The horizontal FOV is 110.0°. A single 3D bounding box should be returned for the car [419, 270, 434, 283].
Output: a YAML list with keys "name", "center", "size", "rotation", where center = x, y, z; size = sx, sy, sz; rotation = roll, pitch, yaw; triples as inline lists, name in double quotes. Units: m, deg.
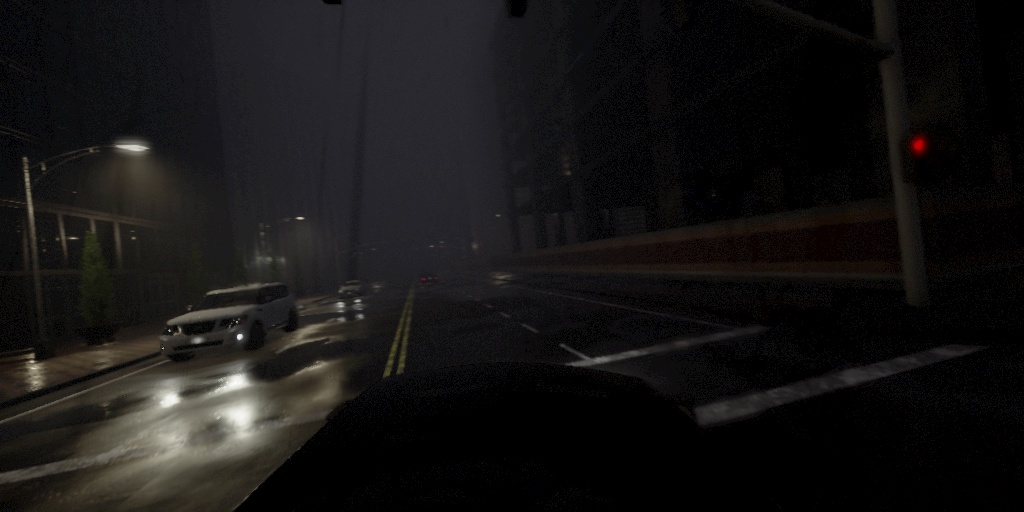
- name: "car"
  center: [-12.258, 2.837, 51.427]
  size: [1.837, 1.490, 4.892]
  rotation: [-6, 0, -14]

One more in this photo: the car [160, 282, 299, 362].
- name: "car"
  center: [-9.365, 2.056, 12.513]
  size: [2.150, 2.045, 5.566]
  rotation: [-6, 0, -15]

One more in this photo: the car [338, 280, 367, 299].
- name: "car"
  center: [-14.824, 3.051, 33.477]
  size: [1.812, 1.442, 4.674]
  rotation: [-6, 0, -15]

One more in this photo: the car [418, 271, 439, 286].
- name: "car"
  center: [-9.287, 2.504, 40.281]
  size: [2.033, 1.411, 5.357]
  rotation: [-6, 0, -14]
